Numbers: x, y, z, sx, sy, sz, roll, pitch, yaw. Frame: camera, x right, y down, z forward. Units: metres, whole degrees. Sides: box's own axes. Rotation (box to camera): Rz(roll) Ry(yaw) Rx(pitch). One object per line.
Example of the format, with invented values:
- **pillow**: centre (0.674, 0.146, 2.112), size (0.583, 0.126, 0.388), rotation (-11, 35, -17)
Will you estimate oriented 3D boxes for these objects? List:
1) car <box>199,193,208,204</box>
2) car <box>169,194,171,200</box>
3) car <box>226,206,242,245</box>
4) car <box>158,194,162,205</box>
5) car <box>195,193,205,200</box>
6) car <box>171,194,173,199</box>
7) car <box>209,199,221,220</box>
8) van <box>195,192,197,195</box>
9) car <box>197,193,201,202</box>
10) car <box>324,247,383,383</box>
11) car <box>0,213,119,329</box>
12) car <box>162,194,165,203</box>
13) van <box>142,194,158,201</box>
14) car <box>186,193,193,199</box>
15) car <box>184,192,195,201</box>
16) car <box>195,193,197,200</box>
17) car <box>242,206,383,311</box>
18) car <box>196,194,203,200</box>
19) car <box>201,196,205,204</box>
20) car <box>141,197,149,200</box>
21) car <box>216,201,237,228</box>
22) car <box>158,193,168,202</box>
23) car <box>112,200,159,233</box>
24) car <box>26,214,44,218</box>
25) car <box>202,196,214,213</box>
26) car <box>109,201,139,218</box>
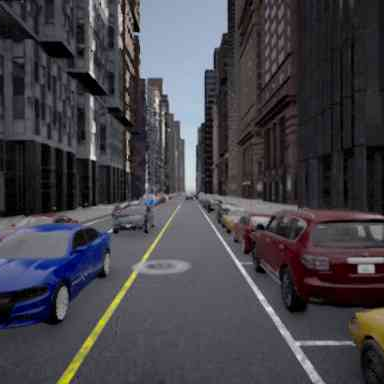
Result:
- **car**: centre (2.374, 1.310, 46.800), size (1.967, 1.590, 4.097), rotation (-1, 0, 0)
- **car**: centre (-6.388, 1.302, 74.722), size (1.967, 1.590, 4.097), rotation (-1, 0, 0)
- **car**: centre (2.659, 1.494, 13.192), size (1.887, 1.381, 4.507), rotation (-1, 0, 0)
- **car**: centre (-6.196, 1.435, 52.145), size (1.752, 1.417, 4.829), rotation (-1, 0, 0)
- **car**: centre (2.040, 1.104, 86.011), size (2.192, 1.841, 5.009), rotation (-1, 0, 0)
- **car**: centre (-6.435, 1.402, 80.325), size (2.008, 1.369, 4.403), rotation (-1, 0, 0)
- **car**: centre (2.564, 1.473, 24.395), size (2.008, 1.369, 4.403), rotation (-1, 0, 0)
- **van**: centre (2.135, 1.151, 74.808), size (1.690, 1.788, 3.998), rotation (-1, 0, 0)
- **car**: centre (2.279, 1.285, 58.003), size (1.967, 1.590, 4.097), rotation (-1, 0, 0)
- **car**: centre (2.752, 1.503, 2.158), size (1.752, 1.417, 4.829), rotation (-1, 0, 0)
- **car**: centre (-3.151, 1.478, 7.314), size (1.882, 1.535, 5.008), rotation (0, 0, 0)
- **car**: centre (-6.244, 1.479, 57.917), size (1.802, 1.307, 4.206), rotation (-1, 0, 0)
- **van**: centre (-6.152, 1.263, 46.713), size (1.690, 1.788, 3.998), rotation (-1, 0, 0)
- **car**: centre (-0.731, 1.130, 87.502), size (1.882, 1.535, 5.008), rotation (0, 0, 0)
- **car**: centre (-0.642, 1.314, 77.076), size (1.837, 1.490, 4.892), rotation (0, 0, 0)
- **car**: centre (2.183, 1.346, 69.377), size (1.752, 1.417, 4.829), rotation (-1, 0, 0)
- **car**: centre (2.704, 1.279, 7.589), size (2.192, 1.841, 5.009), rotation (-1, 0, 0)
- **car**: centre (1.995, 1.361, 91.613), size (1.802, 1.307, 4.206), rotation (-1, 0, 0)
- **car**: centre (2.422, 1.464, 41.200), size (1.802, 1.307, 4.206), rotation (-1, 0, 0)
- **car**: centre (-6.055, 1.529, 35.509), size (1.802, 1.307, 4.206), rotation (-1, 0, 0)
- **car**: centre (2.610, 1.461, 18.963), size (1.752, 1.417, 4.829), rotation (-1, 0, 0)
- **car**: centre (-6.294, 1.200, 63.518), size (2.192, 1.841, 5.009), rotation (-1, 0, 0)
- **car**: centre (-3.237, 1.475, 19.229), size (1.837, 1.490, 4.892), rotation (0, 0, 0)
- **car**: centre (-5.865, 1.546, 13.102), size (1.887, 1.381, 4.507), rotation (-1, 0, 0)
- **car**: centre (2.470, 1.461, 35.598), size (1.947, 1.339, 4.313), rotation (-1, 0, 0)
- **car**: centre (-6.007, 1.543, 29.908), size (1.802, 1.307, 4.206), rotation (-1, 0, 0)
